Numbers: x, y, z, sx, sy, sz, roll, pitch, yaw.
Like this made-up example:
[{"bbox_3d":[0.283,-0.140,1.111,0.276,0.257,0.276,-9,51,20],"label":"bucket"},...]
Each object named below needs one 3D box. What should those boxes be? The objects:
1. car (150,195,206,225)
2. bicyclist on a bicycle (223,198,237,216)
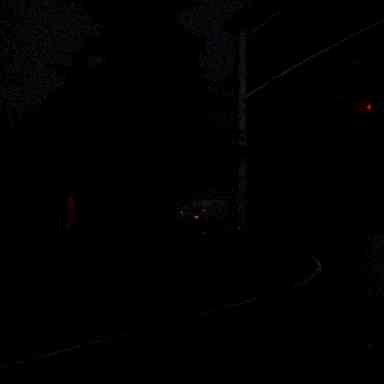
[{"bbox_3d":[-1.321,1.261,23.657,2.150,2.045,5.566,0,0,-36],"label":"car"},{"bbox_3d":[3.442,1.356,29.816,1.656,1.620,0.582,0,0,-36],"label":"bicyclist on a bicycle"}]
